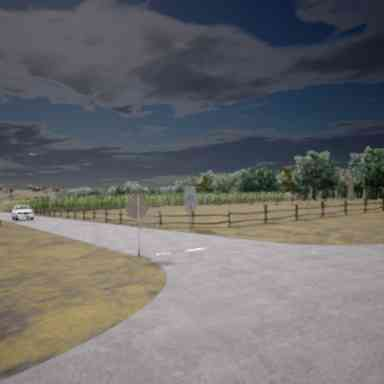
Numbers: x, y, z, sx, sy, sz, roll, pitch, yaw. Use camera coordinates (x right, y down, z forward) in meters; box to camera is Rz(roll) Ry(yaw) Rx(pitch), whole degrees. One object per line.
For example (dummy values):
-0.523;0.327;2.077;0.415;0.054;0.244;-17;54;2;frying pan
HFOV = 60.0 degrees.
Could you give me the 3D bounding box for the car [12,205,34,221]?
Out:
-23.602;2.870;46.393;2.150;2.045;5.566;0;-2;-35;car
